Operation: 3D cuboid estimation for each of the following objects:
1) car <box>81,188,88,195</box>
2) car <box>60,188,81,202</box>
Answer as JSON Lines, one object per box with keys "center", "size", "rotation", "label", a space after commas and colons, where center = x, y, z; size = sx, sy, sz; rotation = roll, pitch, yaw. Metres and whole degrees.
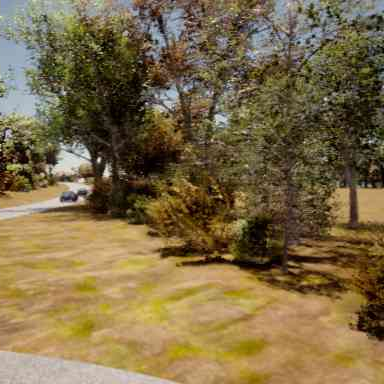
{"center": [-22.717, -0.013, 68.671], "size": [1.837, 1.490, 4.892], "rotation": [-1, 4, -15], "label": "car"}
{"center": [-19.250, 0.587, 52.183], "size": [2.097, 1.767, 4.553], "rotation": [-2, 2, -10], "label": "car"}
